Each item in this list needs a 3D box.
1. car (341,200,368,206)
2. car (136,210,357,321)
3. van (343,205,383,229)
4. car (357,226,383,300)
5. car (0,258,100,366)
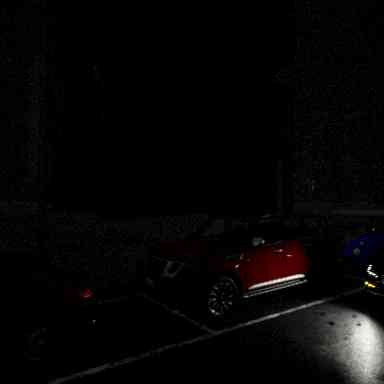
[{"bbox_3d":[31.328,2.273,64.092,1.882,1.535,5.008,1,-1,-36],"label":"car"},{"bbox_3d":[1.285,1.374,7.567,5.009,1.841,2.192,1,-1,-35],"label":"car"},{"bbox_3d":[5.907,1.464,10.863,3.998,1.788,1.690,1,-1,-35],"label":"van"},{"bbox_3d":[5.841,1.605,7.545,4.892,1.490,1.837,1,0,-35],"label":"car"},{"bbox_3d":[-3.339,1.578,4.269,4.206,1.307,1.802,1,-1,-35],"label":"car"}]
